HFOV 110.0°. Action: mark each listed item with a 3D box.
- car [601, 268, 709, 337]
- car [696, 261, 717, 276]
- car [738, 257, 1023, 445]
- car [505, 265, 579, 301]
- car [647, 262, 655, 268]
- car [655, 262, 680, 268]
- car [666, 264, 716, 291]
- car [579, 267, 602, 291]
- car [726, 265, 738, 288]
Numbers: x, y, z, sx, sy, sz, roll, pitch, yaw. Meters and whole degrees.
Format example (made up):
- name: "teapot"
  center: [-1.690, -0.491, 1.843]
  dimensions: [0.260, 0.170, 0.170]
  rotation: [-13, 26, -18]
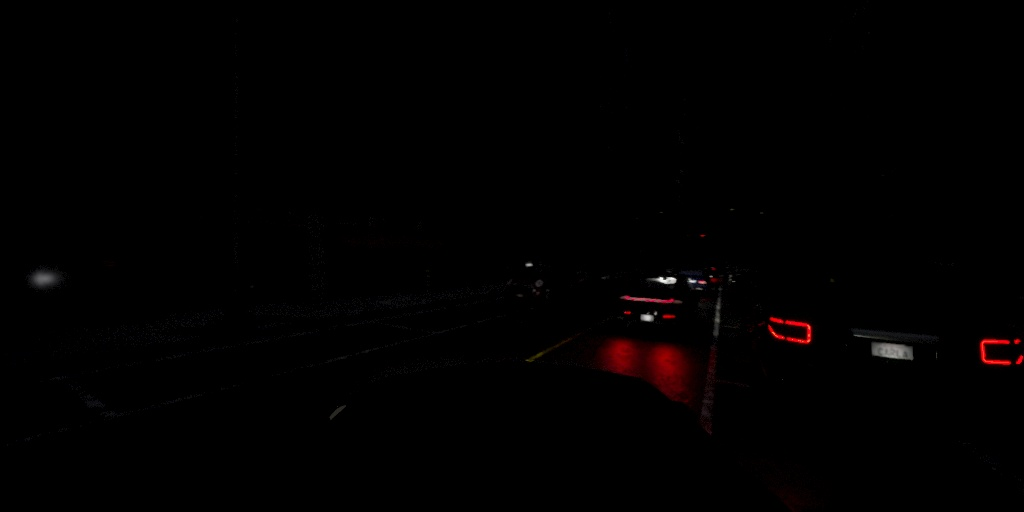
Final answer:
- name: "car"
  center: [4.496, 1.287, 10.719]
  dimensions: [2.128, 1.511, 4.902]
  rotation: [1, 0, 31]
- name: "car"
  center: [21.171, 1.327, 39.194]
  dimensions: [2.097, 1.767, 4.553]
  rotation: [1, 0, 31]
- name: "car"
  center: [5.127, 1.050, 5.865]
  dimensions: [2.150, 2.045, 5.566]
  rotation: [1, 0, 31]
- name: "car"
  center: [1.360, 1.149, 16.786]
  dimensions: [1.967, 1.591, 4.097]
  rotation: [0, 0, 31]
- name: "car"
  center: [18.383, 1.436, 45.656]
  dimensions: [1.888, 1.381, 4.507]
  rotation: [0, 0, 31]
- name: "car"
  center: [17.127, 1.396, 38.342]
  dimensions: [2.128, 1.511, 4.902]
  rotation: [1, 0, 31]
- name: "car"
  center: [10.568, 1.412, 21.020]
  dimensions: [2.033, 1.411, 5.357]
  rotation: [1, 0, 30]
- name: "car"
  center: [4.197, 1.323, 21.598]
  dimensions: [1.802, 1.307, 4.207]
  rotation: [0, 0, 31]
- name: "car"
  center: [17.227, 1.512, 26.883]
  dimensions: [2.007, 1.370, 4.403]
  rotation: [0, 0, 31]
